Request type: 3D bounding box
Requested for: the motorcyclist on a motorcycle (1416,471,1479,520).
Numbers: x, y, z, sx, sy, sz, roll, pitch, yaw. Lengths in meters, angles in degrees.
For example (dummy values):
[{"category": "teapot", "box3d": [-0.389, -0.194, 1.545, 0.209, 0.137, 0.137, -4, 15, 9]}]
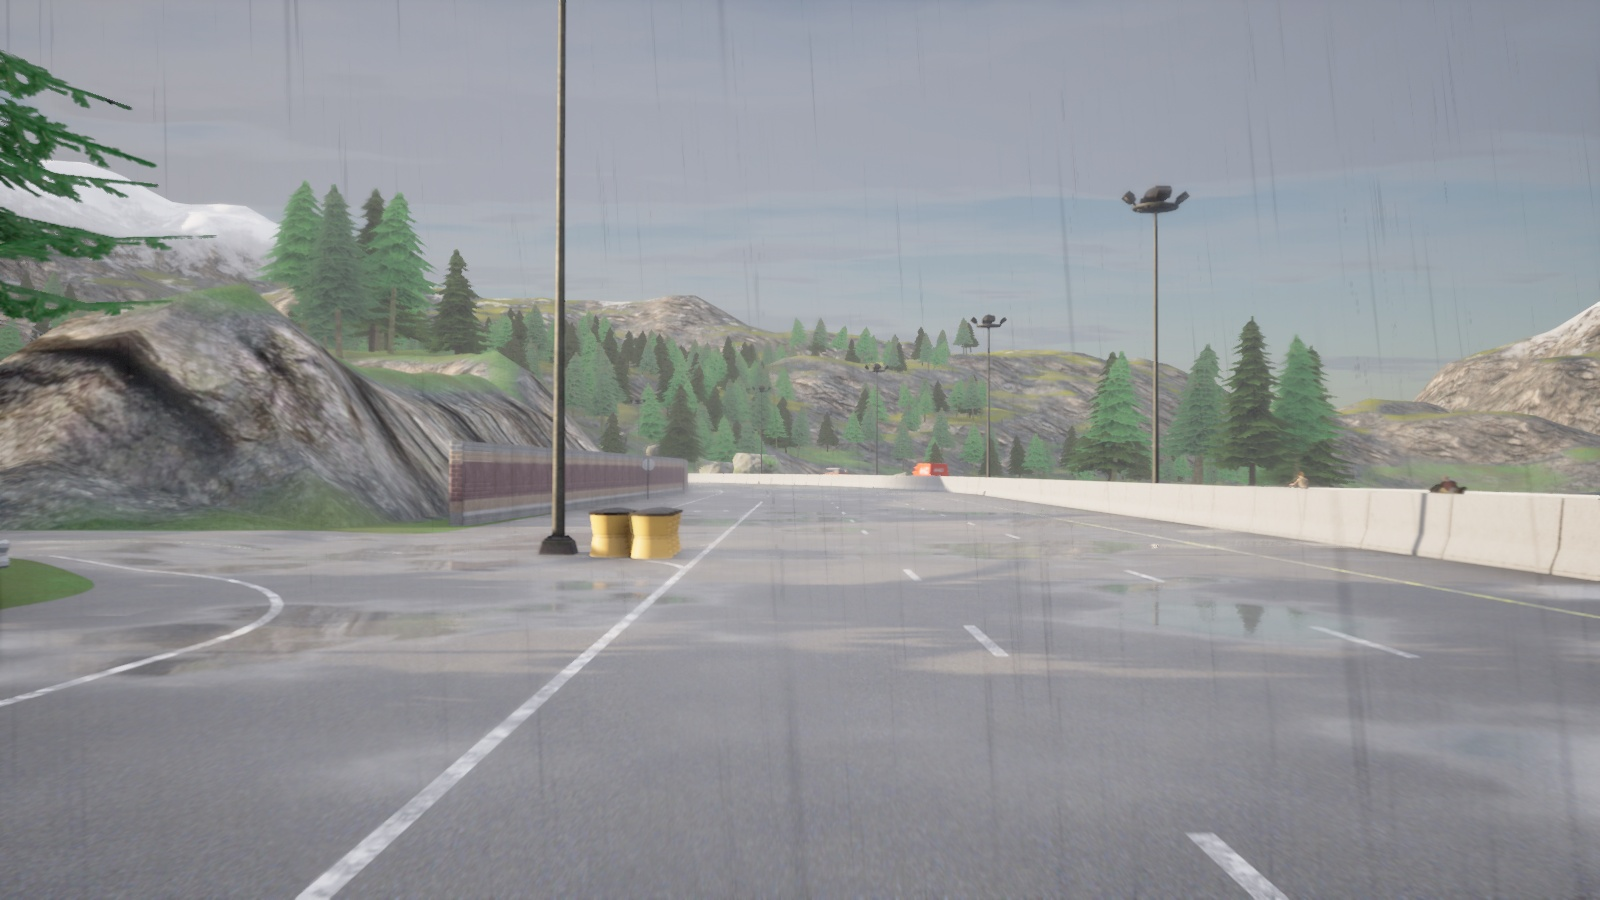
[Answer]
[{"category": "motorcyclist on a motorcycle", "box3d": [20.905, 1.446, 40.611, 0.866, 1.530, 2.191, 0, -1, 0]}]
